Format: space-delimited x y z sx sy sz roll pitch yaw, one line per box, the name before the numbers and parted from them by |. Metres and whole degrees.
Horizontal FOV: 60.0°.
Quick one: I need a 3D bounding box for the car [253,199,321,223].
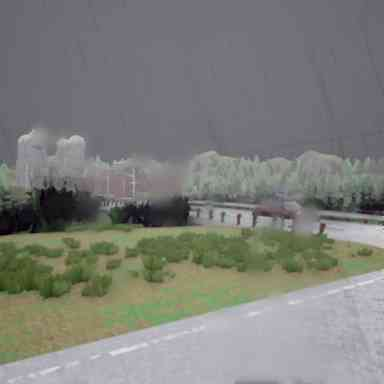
car | 6.203 1.312 22.106 2.097 1.767 4.553 1 1 -34
